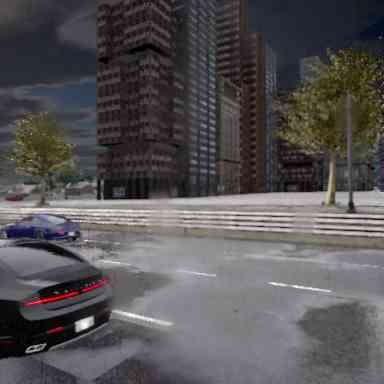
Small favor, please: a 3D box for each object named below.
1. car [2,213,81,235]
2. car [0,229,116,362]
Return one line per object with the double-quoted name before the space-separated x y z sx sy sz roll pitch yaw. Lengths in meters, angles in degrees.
"car" -7.449 1.779 16.352 4.674 1.442 1.812 -1 -1 31
"car" -3.517 1.584 5.769 4.892 1.490 1.837 -1 -1 31
